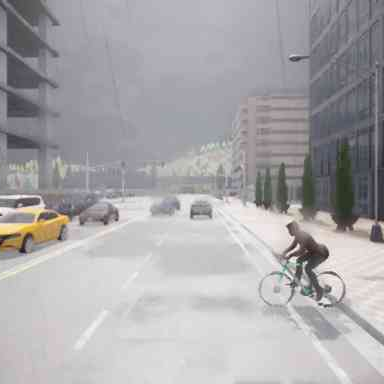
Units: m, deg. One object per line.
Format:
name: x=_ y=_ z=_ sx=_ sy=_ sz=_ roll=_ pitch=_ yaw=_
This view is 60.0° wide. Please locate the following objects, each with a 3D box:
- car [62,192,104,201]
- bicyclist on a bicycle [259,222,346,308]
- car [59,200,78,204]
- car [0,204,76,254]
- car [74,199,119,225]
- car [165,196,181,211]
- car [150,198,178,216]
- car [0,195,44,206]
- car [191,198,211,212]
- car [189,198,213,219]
car: x=-9.868 y=1.192 z=29.196 sx=2.150 sy=2.045 sz=5.566 roll=0 pitch=0 yaw=2
bicyclist on a bicycle: x=2.085 y=1.392 z=6.320 sx=1.656 sy=1.620 sz=0.582 roll=-1 pitch=0 yaw=1
car: x=-9.946 y=1.541 z=23.620 sx=1.994 sy=1.385 sz=4.181 roll=0 pitch=0 yaw=1
car: x=-6.787 y=1.463 z=13.693 sx=1.882 sy=1.535 sz=5.008 roll=0 pitch=0 yaw=2
car: x=-6.520 y=1.501 z=23.883 sx=1.812 sy=1.442 sz=4.674 roll=0 pitch=0 yaw=2
car: x=-2.528 y=1.311 z=40.613 sx=2.097 sy=1.767 sz=4.553 roll=0 pitch=0 yaw=1
car: x=-2.693 y=1.569 z=31.629 sx=1.895 sy=1.301 sz=4.718 roll=0 pitch=0 yaw=2
car: x=-10.168 y=1.204 z=18.451 sx=2.150 sy=2.045 sz=5.566 roll=0 pitch=0 yaw=2
car: x=1.022 y=1.453 z=38.505 sx=2.128 sy=1.511 sz=4.902 roll=0 pitch=0 yaw=1
car: x=0.791 y=1.462 z=29.097 sx=2.128 sy=1.511 sz=4.902 roll=0 pitch=0 yaw=1
